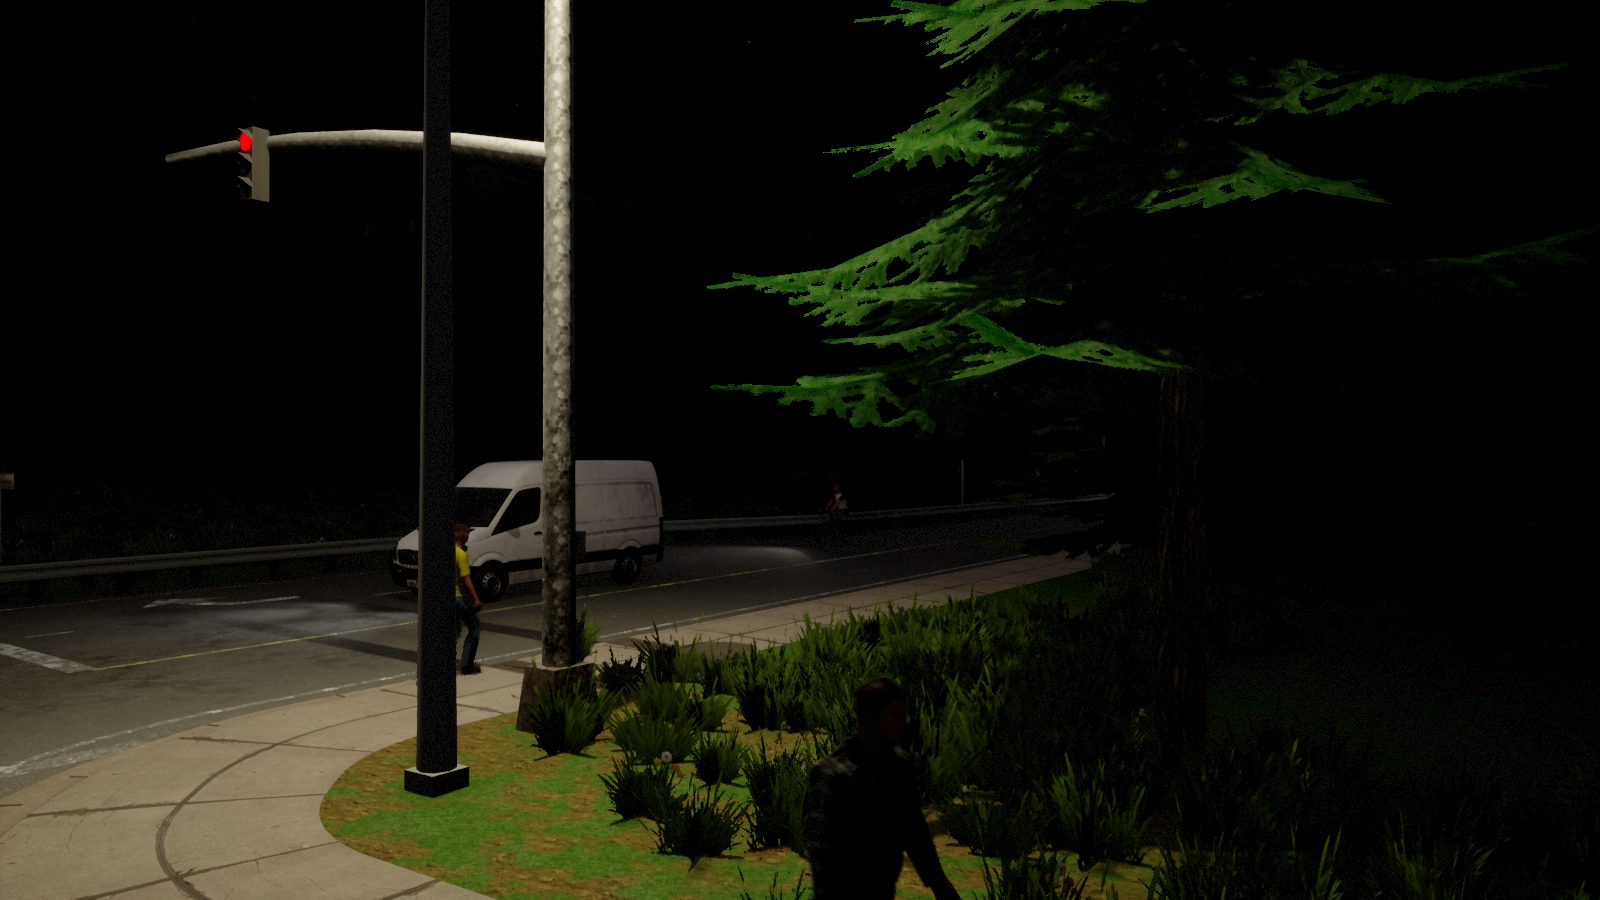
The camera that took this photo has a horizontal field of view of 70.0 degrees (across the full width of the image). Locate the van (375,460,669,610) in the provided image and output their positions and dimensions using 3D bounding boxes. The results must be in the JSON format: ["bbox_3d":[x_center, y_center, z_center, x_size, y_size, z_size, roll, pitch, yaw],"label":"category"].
[{"bbox_3d":[-5.303,1.497,22.805,1.988,2.561,5.915,0,0,34],"label":"van"}]

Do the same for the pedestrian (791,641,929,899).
[{"bbox_3d":[0.230,1.693,4.313,0.375,1.860,0.375,0,0,37],"label":"pedestrian"}]

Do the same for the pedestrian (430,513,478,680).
[{"bbox_3d":[-3.973,1.663,13.123,0.375,1.860,0.375,0,0,37],"label":"pedestrian"}]

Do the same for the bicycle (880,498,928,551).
[{"bbox_3d":[2.924,2.069,32.058,0.373,1.396,1.643,0,0,44],"label":"bicycle"}]
